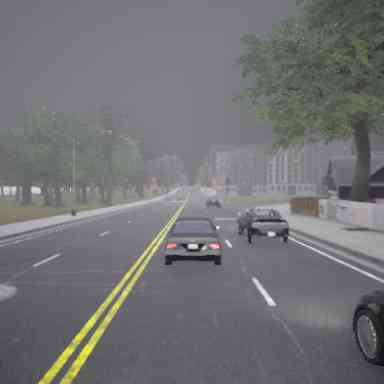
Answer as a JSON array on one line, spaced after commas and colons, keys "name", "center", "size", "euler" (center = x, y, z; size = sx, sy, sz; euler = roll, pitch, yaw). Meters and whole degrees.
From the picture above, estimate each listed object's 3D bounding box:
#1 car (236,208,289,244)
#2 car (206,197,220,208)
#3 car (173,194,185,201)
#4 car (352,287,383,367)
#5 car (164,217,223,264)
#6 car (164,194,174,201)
[{"name": "car", "center": [3.329, 1.549, 16.288], "size": [2.128, 1.511, 4.902], "euler": [0, 0, 0]}, {"name": "car", "center": [3.266, 1.517, 52.891], "size": [2.097, 1.767, 4.553], "euler": [0, 0, 0]}, {"name": "car", "center": [-3.220, 1.725, 88.358], "size": [1.895, 1.301, 4.718], "euler": [0, 0, 0]}, {"name": "car", "center": [3.231, 1.537, 2.858], "size": [1.812, 1.442, 4.674], "euler": [0, 0, -1]}, {"name": "car", "center": [0.050, 1.590, 11.908], "size": [2.033, 1.411, 5.357], "euler": [0, 0, 1]}, {"name": "car", "center": [-6.470, 1.630, 88.388], "size": [1.837, 1.490, 4.892], "euler": [0, 0, 0]}]
